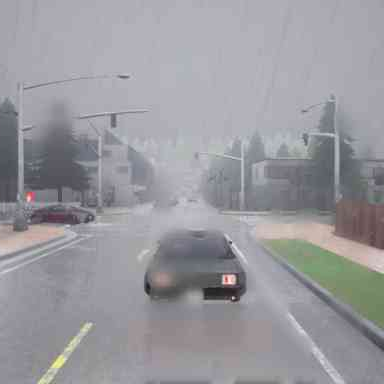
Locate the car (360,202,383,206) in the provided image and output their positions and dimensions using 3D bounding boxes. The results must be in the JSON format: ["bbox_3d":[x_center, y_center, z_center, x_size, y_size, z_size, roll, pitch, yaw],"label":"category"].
[{"bbox_3d":[15.323,1.582,29.261,4.718,1.301,1.895,0,0,-8],"label":"car"}]

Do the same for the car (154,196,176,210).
[{"bbox_3d":[-3.564,1.352,41.994,2.097,1.767,4.553,0,0,0],"label":"car"}]

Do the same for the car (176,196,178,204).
[{"bbox_3d":[-3.551,1.526,52.229,1.812,1.442,4.674,0,0,0],"label":"car"}]

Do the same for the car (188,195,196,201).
[{"bbox_3d":[0.067,1.478,81.475,1.882,1.535,5.008,0,0,0],"label":"car"}]

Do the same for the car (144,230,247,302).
[{"bbox_3d":[0.075,1.601,8.208,1.895,1.301,4.718,0,0,0],"label":"car"}]

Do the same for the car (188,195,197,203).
[{"bbox_3d":[0.061,1.595,71.439,1.895,1.301,4.718,0,0,0],"label":"car"}]

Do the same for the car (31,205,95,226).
[{"bbox_3d":[-8.926,1.576,23.092,4.181,1.385,1.994,0,0,9],"label":"car"}]
